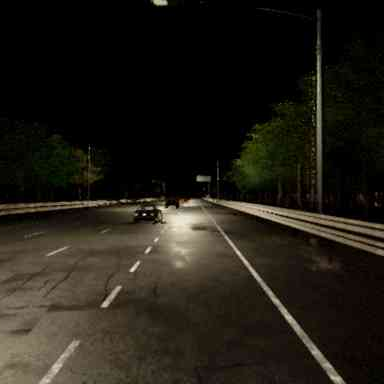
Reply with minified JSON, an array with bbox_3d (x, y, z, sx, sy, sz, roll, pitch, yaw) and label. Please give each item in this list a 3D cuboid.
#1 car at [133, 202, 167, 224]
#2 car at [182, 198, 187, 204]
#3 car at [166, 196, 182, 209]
[{"bbox_3d":[-3.462,1.716,26.705,2.033,1.411,5.357,0,-1,0],"label":"car"},{"bbox_3d":[-3.014,2.556,94.486,1.882,1.535,5.008,0,-1,1],"label":"car"},{"bbox_3d":[-3.322,1.778,57.357,2.150,2.045,5.566,0,-1,0],"label":"car"}]
